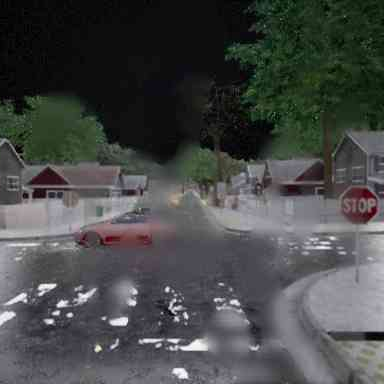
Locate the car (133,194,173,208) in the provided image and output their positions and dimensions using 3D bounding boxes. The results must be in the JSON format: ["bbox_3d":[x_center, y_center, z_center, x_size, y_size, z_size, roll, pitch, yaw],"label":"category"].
[{"bbox_3d":[-2.905,1.199,24.368,2.150,2.045,5.566,0,0,2],"label":"car"}]

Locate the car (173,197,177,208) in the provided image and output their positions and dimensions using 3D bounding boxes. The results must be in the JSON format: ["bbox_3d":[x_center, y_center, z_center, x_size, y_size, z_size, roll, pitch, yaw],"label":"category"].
[{"bbox_3d":[-2.842,1.494,34.691,1.812,1.442,4.674,0,0,0],"label":"car"}]

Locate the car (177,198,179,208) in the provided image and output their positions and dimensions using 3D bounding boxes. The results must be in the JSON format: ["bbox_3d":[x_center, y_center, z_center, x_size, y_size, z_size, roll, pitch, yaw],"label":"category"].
[{"bbox_3d":[-2.827,1.432,47.058,1.882,1.535,5.008,0,0,0],"label":"car"}]

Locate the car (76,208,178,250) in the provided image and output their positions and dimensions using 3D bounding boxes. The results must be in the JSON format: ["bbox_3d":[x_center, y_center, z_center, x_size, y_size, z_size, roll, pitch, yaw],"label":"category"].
[{"bbox_3d":[-2.692,1.575,14.122,4.181,1.385,1.994,-1,0,-1],"label":"car"}]
